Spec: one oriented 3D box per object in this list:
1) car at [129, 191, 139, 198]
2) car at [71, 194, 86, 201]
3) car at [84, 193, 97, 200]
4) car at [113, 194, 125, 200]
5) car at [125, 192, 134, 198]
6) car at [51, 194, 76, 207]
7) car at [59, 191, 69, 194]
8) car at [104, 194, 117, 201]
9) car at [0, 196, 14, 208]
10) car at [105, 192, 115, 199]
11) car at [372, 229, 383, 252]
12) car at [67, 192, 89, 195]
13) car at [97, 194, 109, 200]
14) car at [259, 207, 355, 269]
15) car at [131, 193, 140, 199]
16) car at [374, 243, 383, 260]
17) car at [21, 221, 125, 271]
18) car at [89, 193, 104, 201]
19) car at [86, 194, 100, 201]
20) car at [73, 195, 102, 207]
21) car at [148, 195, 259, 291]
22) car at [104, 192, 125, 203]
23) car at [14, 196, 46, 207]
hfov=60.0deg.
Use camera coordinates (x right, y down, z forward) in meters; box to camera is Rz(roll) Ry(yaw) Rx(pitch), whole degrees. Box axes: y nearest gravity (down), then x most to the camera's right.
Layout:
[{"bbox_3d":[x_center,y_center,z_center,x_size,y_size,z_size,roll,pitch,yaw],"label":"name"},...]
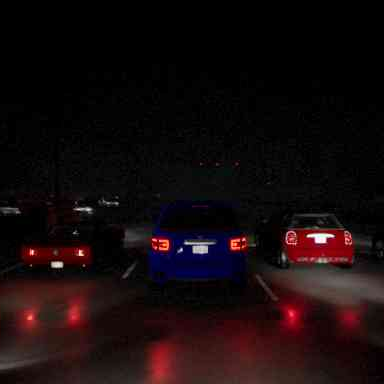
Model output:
[{"bbox_3d":[-14.813,0.810,82.646,2.150,2.045,5.566,0,0,-1],"label":"car"},{"bbox_3d":[-25.193,1.232,73.917,1.895,1.301,4.718,0,0,-1],"label":"car"},{"bbox_3d":[-25.331,1.080,83.429,1.837,1.490,4.892,0,0,-1],"label":"car"},{"bbox_3d":[-18.346,1.116,84.104,2.033,1.411,5.357,0,0,-1],"label":"car"},{"bbox_3d":[-14.677,1.186,72.401,2.033,1.411,5.357,0,0,-1],"label":"car"},{"bbox_3d":[-18.002,1.369,46.238,1.994,1.385,4.181,0,0,-1],"label":"car"},{"bbox_3d":[-25.096,0.918,64.339,2.150,2.045,5.566,0,0,0],"label":"car"},{"bbox_3d":[-18.199,1.229,74.466,1.895,1.301,4.718,0,0,-1],"label":"car"},{"bbox_3d":[-24.996,1.313,45.649,1.837,1.490,4.892,0,0,-1],"label":"car"},{"bbox_3d":[-22.661,0.884,91.965,2.097,1.767,4.553,0,0,-7],"label":"car"},{"bbox_3d":[7.030,1.478,9.356,2.128,1.511,4.902,0,0,0],"label":"car"},{"bbox_3d":[-21.606,1.227,63.063,1.812,1.442,4.674,0,0,0],"label":"car"},{"bbox_3d":[-21.793,1.142,81.803,1.994,1.385,4.181,0,0,-1],"label":"car"},{"bbox_3d":[3.519,1.335,11.257,2.097,1.767,4.553,0,0,0],"label":"car"},{"bbox_3d":[-15.734,1.063,92.920,2.033,1.411,5.357,0,0,-7],"label":"car"},{"bbox_3d":[3.597,1.490,2.113,2.128,1.511,4.902,0,0,0],"label":"car"},{"bbox_3d":[-3.475,1.585,10.801,1.895,1.301,4.718,0,0,0],"label":"car"},{"bbox_3d":[-18.125,1.198,64.981,1.837,1.490,4.892,0,0,0],"label":"car"},{"bbox_3d":[-21.682,1.168,72.860,1.812,1.442,4.674,0,0,-1],"label":"car"},{"bbox_3d":[-14.507,1.404,46.545,1.895,1.301,4.718,0,0,-1],"label":"car"},{"bbox_3d":[0.054,1.208,9.160,2.150,2.045,5.566,0,0,-2],"label":"car"},{"bbox_3d":[-14.627,1.054,62.981,2.097,1.767,4.553,0,0,0],"label":"car"},{"bbox_3d":[-21.490,1.290,44.909,1.882,1.535,5.008,0,0,-1],"label":"car"}]
